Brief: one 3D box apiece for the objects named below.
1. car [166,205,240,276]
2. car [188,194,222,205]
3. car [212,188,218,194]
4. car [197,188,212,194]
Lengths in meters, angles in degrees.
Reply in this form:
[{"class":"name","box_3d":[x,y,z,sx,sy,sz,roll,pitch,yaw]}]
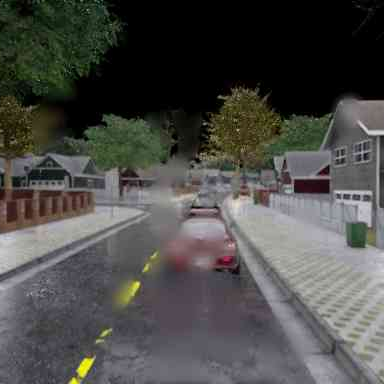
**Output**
[{"class":"car","box_3d":[0.321,1.347,9.657,1.812,1.442,4.674,0,1,2]},{"class":"car","box_3d":[0.761,1.125,19.947,2.128,1.511,4.902,0,1,3]},{"class":"car","box_3d":[4.849,-0.160,76.682,2.033,1.411,5.357,0,2,11]},{"class":"car","box_3d":[2.112,0.228,60.988,1.837,1.490,4.892,0,2,9]}]
